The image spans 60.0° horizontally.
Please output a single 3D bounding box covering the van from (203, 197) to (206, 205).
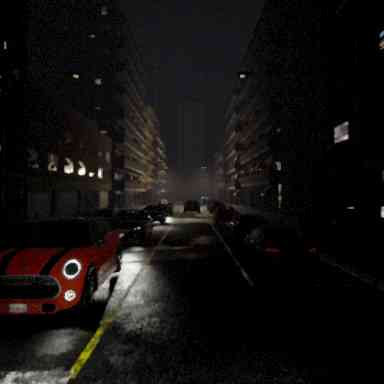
[{"bbox_3d":[2.685,1.956,65.940,1.690,1.788,3.998,-1,-1,0],"label":"van"}]

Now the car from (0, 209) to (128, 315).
[{"bbox_3d":[-3.041,1.424,7.963,2.097,1.767,4.553,0,-1,-2],"label":"car"}]

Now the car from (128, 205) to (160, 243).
[{"bbox_3d":[-3.098,1.646,17.068,2.128,1.511,4.902,0,-1,0],"label":"car"}]

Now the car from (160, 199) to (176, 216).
[{"bbox_3d":[-3.058,1.834,37.321,2.128,1.511,4.902,0,0,0],"label":"car"}]

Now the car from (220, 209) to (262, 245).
[{"bbox_3d":[2.685,1.714,16.228,1.947,1.339,4.313,0,-1,0],"label":"car"}]

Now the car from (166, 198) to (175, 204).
[{"bbox_3d":[-5.693,2.374,88.043,1.887,1.381,4.507,0,-1,0],"label":"car"}]

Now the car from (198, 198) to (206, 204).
[{"bbox_3d":[2.688,2.381,88.029,2.008,1.369,4.403,-1,-1,0],"label":"car"}]

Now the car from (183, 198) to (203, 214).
[{"bbox_3d":[0.001,1.736,41.763,2.097,1.767,4.553,0,-1,0],"label":"car"}]

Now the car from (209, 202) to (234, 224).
[{"bbox_3d":[2.685,1.794,27.275,1.887,1.381,4.507,0,-1,0],"label":"car"}]

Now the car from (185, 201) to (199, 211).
[{"bbox_3d":[0.004,2.029,50.307,1.994,1.385,4.181,0,0,0],"label":"car"}]

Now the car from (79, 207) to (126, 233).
[{"bbox_3d":[-5.696,1.764,21.764,1.947,1.339,4.313,0,-1,0],"label":"car"}]

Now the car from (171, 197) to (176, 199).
[{"bbox_3d":[-5.693,2.341,82.519,1.947,1.339,4.313,0,-1,0],"label":"car"}]

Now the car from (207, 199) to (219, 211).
[{"bbox_3d":[3.151,1.905,41.271,1.812,1.442,4.674,0,-1,0],"label":"car"}]

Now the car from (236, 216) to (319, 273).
[{"bbox_3d":[2.685,1.679,10.705,1.802,1.307,4.206,0,-1,0],"label":"car"}]

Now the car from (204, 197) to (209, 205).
[{"bbox_3d":[3.143,1.923,48.271,1.882,1.535,5.008,0,-1,0],"label":"car"}]

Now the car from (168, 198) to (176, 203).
[{"bbox_3d":[-5.693,2.429,93.566,1.887,1.381,4.507,0,-1,0],"label":"car"}]

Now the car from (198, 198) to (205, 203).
[{"bbox_3d":[2.688,2.435,93.552,2.008,1.369,4.403,-1,-1,0],"label":"car"}]

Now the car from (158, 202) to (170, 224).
[{"bbox_3d":[-3.086,1.773,27.050,1.812,1.442,4.674,0,-1,0],"label":"car"}]
